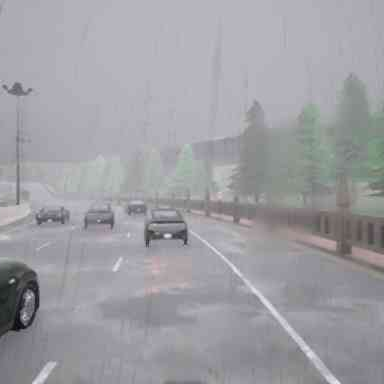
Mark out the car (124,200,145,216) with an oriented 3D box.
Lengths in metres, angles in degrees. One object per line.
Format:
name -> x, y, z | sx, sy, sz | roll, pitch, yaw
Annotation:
car -> -5.877, 1.579, 34.299 | 1.882, 1.535, 5.008 | 0, 0, -18

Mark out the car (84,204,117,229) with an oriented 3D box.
car -> -6.186, 1.569, 22.565 | 2.128, 1.511, 4.902 | 0, 0, -12

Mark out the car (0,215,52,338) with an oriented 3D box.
car -> -3.686, 1.378, 4.067 | 2.097, 1.767, 4.553 | 0, 0, -2

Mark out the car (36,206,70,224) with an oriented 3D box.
car -> -10.374, 1.704, 25.134 | 1.895, 1.301, 4.718 | 0, 0, -14

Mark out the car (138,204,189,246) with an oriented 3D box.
car -> -1.305, 1.531, 15.520 | 2.128, 1.511, 4.902 | 0, 0, -8
